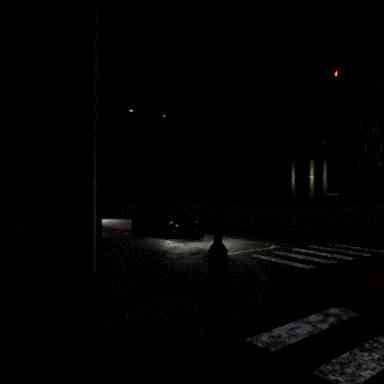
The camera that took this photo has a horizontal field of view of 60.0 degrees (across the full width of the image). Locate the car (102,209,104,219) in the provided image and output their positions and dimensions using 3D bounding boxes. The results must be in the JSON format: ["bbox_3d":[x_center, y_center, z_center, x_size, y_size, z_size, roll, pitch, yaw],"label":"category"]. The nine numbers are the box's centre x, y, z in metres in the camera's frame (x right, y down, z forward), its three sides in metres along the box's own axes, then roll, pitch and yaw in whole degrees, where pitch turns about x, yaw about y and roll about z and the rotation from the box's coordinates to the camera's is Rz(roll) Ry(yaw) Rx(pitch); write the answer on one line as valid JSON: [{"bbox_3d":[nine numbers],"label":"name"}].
[{"bbox_3d":[-9.164,1.532,28.683,1.812,1.442,4.674,0,0,-36],"label":"car"}]

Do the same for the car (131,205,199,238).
[{"bbox_3d":[-1.608,1.482,18.200,1.882,1.535,5.008,0,0,-36],"label":"car"}]
